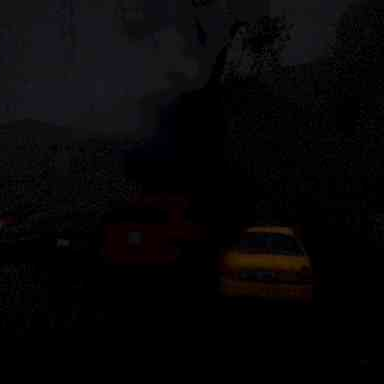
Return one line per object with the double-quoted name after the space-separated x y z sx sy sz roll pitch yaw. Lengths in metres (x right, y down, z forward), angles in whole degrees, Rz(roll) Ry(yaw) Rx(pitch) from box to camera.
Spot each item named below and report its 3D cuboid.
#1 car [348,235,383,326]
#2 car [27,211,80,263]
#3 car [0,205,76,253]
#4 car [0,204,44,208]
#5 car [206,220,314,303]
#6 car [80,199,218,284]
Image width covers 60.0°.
4.334 1.527 6.385 2.002 1.452 4.674 0 -1 15 "car"
-3.016 1.506 11.614 2.163 1.488 4.792 0 -1 15 "car"
-5.466 1.476 13.318 2.231 1.521 4.892 1 -1 15 "car"
-7.912 1.350 15.073 2.185 1.767 4.553 0 -1 15 "car"
1.934 1.482 8.304 1.946 1.575 5.366 0 -1 15 "car"
-0.559 1.229 9.887 2.435 2.045 5.566 0 -1 15 "car"
